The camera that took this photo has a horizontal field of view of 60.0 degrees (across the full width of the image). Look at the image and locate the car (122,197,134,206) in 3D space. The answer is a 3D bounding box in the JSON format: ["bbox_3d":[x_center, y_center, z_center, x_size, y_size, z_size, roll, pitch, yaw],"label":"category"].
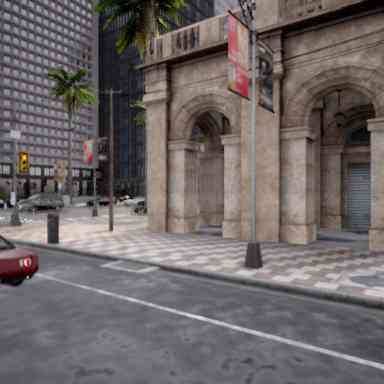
[{"bbox_3d":[-8.945,1.504,52.905,1.812,1.442,4.674,0,0,36],"label":"car"}]

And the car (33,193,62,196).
[{"bbox_3d":[-18.178,1.198,40.118,2.150,2.045,5.566,0,0,36],"label":"car"}]

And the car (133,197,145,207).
[{"bbox_3d":[-5.950,1.528,51.089,2.033,1.411,5.357,0,0,36],"label":"car"}]

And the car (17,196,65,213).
[{"bbox_3d":[-16.446,1.472,36.533,2.128,1.511,4.902,0,0,36],"label":"car"}]

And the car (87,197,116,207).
[{"bbox_3d":[-13.940,1.490,51.286,2.161,1.482,4.786,0,0,35],"label":"car"}]

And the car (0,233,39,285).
[{"bbox_3d":[-5.842,1.596,8.210,4.718,1.301,1.895,0,0,37],"label":"car"}]
